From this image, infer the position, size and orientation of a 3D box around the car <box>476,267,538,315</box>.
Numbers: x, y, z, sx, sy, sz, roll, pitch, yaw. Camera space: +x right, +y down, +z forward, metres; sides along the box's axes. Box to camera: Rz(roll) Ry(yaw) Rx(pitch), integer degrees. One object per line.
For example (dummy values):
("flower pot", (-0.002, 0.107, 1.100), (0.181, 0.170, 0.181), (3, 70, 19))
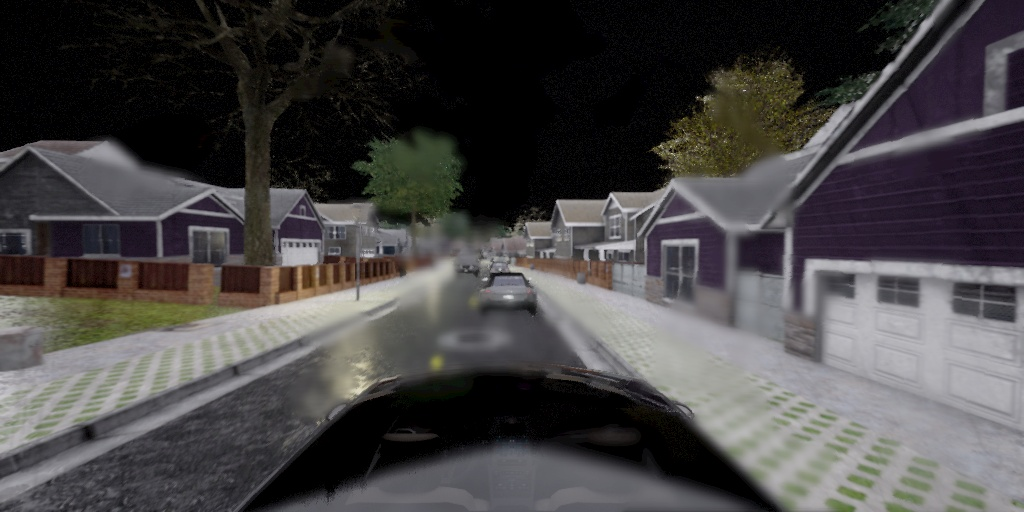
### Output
("car", (-0.141, 1.293, 13.491), (1.994, 1.385, 4.181), (0, 0, -2))

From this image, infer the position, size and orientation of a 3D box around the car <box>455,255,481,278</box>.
("car", (-4.146, 0.930, 34.069), (2.150, 2.045, 5.566), (0, 0, -5))

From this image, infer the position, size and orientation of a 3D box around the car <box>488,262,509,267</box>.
("car", (-1.233, 1.248, 33.606), (2.033, 1.411, 5.357), (0, 0, -4))
